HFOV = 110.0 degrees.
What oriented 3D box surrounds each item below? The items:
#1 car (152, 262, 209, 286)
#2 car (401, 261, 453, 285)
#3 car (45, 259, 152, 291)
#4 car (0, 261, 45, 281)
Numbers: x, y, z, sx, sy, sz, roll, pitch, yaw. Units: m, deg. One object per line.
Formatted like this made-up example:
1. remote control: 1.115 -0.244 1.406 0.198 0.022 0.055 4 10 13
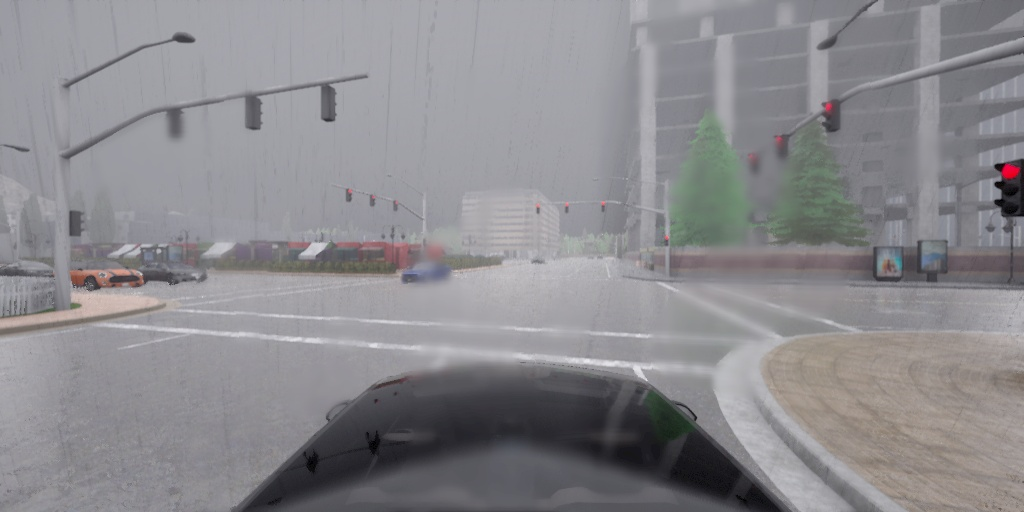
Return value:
1. car: -22.918 1.146 24.168 4.902 1.511 2.128 0 0 15
2. car: -5.776 1.167 24.918 1.882 1.535 5.008 0 1 14
3. car: -23.949 1.027 20.820 4.553 1.767 2.097 0 0 15
4. car: -37.799 1.149 28.114 4.674 1.442 1.812 0 0 15
